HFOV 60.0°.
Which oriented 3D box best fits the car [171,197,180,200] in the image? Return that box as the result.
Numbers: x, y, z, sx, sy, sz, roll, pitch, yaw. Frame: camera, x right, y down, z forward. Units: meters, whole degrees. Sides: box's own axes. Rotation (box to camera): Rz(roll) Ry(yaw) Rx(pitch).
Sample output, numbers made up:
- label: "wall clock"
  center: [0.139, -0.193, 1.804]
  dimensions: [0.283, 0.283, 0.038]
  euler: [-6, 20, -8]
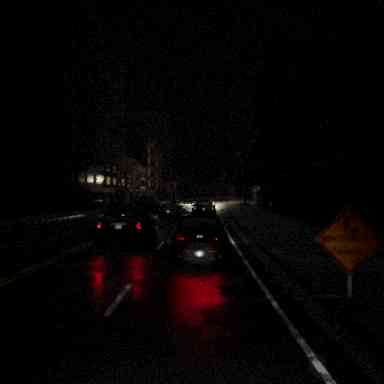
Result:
- label: "car"
  center: [-3.957, 1.962, 79.480]
  dimensions: [1.837, 1.490, 4.892]
  euler: [0, 0, 6]

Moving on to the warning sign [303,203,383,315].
- label: "warning sign"
  center: [2.891, 1.146, 6.135]
  dimensions: [1.300, 1.860, 1.060]
  euler: [0, -1, 1]

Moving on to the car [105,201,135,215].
- label: "car"
  center: [-8.254, 1.790, 38.633]
  dimensions: [2.033, 1.411, 5.357]
  euler: [0, 0, 5]

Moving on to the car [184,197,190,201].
- label: "car"
  center: [-0.771, 1.962, 78.715]
  dimensions: [1.837, 1.490, 4.892]
  euler: [0, 0, 6]

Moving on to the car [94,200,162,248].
- label: "car"
  center: [-2.853, 1.433, 15.355]
  dimensions: [2.097, 1.767, 4.553]
  euler: [0, 0, 2]

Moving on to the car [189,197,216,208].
- label: "car"
  center: [1.184, 1.538, 31.180]
  dimensions: [2.097, 1.767, 4.553]
  euler: [0, 0, 4]

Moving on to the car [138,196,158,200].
- label: "car"
  center: [-5.062, 1.457, 37.700]
  dimensions: [2.150, 2.045, 5.566]
  euler: [0, 0, 4]

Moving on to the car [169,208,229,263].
- label: "car"
  center: [0.293, 1.569, 12.225]
  dimensions: [1.837, 1.490, 4.892]
  euler: [0, 0, 2]

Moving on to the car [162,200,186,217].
- label: "car"
  center: [-2.016, 1.756, 32.030]
  dimensions: [1.994, 1.385, 4.181]
  euler: [0, 0, 4]
